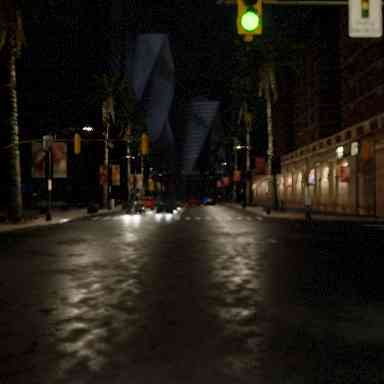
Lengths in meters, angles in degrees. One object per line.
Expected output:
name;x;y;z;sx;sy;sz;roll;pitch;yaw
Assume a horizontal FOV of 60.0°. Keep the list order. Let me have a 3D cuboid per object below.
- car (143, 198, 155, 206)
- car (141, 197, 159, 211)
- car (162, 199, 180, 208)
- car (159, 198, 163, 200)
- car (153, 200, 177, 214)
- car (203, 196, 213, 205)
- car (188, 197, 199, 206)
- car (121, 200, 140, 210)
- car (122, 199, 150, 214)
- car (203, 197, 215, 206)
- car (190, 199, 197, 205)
car;-9.685;2.191;75.448;2.185;1.767;4.553;0;-1;0
car;-6.796;1.781;50.633;2.150;2.045;5.566;0;0;0
car;-3.280;2.090;52.302;1.837;1.490;4.892;0;-1;1
car;-6.631;2.253;63.445;2.033;1.411;5.357;0;-1;1
car;-3.357;2.036;42.295;1.994;1.385;4.181;0;-1;0
car;3.877;2.149;82.822;2.150;2.045;5.566;0;-1;0
car;0.429;2.036;72.396;2.150;2.045;5.566;0;-1;0
car;-9.885;2.105;53.517;2.161;1.482;4.786;0;-1;0
car;-6.864;1.948;41.174;2.128;1.511;4.902;0;-1;0
car;3.926;2.341;72.739;2.128;1.511;4.902;0;-1;0
car;0.377;2.420;82.772;1.837;1.490;4.892;0;-1;0
